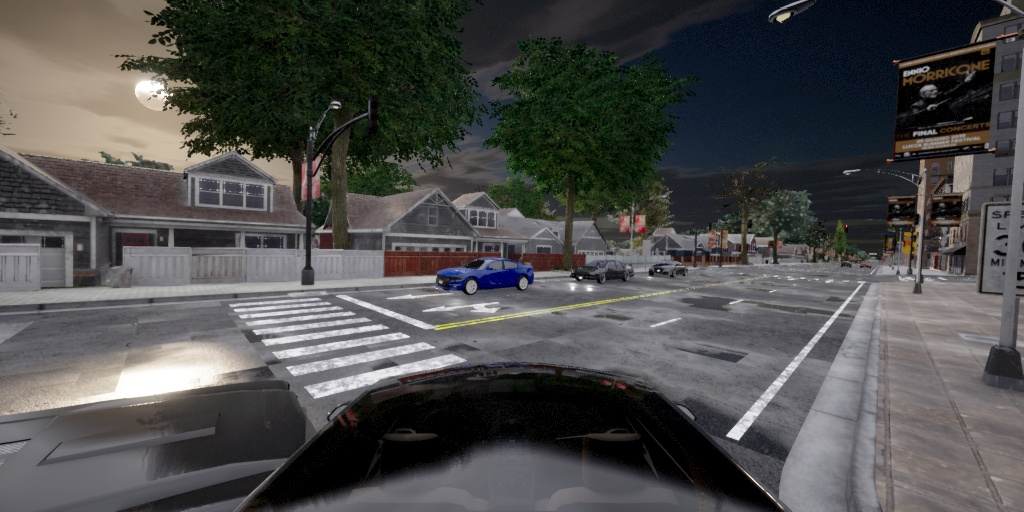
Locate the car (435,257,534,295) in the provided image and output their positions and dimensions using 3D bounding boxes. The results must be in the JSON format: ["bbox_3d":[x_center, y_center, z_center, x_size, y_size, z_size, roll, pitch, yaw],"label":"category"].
[{"bbox_3d":[-1.119,0.816,16.464,5.008,1.535,1.882,0,2,-44],"label":"car"}]

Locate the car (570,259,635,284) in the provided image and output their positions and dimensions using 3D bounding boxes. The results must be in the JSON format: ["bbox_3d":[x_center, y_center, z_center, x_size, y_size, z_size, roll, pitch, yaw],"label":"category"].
[{"bbox_3d":[6.046,0.941,23.386,5.357,1.411,2.033,0,2,-44],"label":"car"}]

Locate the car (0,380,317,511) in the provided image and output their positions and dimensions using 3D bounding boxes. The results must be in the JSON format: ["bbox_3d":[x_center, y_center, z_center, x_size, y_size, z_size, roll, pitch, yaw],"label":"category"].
[{"bbox_3d":[-3.309,1.290,1.278,4.718,1.301,1.895,1,2,-34],"label":"car"}]

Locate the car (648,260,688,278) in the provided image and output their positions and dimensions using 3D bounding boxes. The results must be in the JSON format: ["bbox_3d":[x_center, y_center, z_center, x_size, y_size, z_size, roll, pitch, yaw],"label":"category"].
[{"bbox_3d":[13.241,1.017,30.309,4.181,1.385,1.994,0,2,-44],"label":"car"}]
